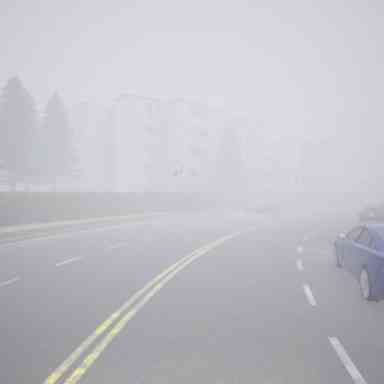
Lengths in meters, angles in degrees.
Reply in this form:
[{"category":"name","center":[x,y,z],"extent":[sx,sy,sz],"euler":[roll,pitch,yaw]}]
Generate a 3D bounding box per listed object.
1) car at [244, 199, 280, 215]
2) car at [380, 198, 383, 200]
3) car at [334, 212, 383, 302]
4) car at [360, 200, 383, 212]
[{"category":"car","center":[7.132,1.464,33.305],"extent":[1.812,1.442,4.674],"euler":[1,0,44]},{"category":"car","center":[26.413,1.595,45.233],"extent":[4.674,1.442,1.812],"euler":[0,0,-39]},{"category":"car","center":[4.808,1.490,8.079],"extent":[1.882,1.535,5.008],"euler":[0,0,13]},{"category":"car","center":[14.313,1.598,25.390],"extent":[1.994,1.385,4.181],"euler":[1,0,43]}]
